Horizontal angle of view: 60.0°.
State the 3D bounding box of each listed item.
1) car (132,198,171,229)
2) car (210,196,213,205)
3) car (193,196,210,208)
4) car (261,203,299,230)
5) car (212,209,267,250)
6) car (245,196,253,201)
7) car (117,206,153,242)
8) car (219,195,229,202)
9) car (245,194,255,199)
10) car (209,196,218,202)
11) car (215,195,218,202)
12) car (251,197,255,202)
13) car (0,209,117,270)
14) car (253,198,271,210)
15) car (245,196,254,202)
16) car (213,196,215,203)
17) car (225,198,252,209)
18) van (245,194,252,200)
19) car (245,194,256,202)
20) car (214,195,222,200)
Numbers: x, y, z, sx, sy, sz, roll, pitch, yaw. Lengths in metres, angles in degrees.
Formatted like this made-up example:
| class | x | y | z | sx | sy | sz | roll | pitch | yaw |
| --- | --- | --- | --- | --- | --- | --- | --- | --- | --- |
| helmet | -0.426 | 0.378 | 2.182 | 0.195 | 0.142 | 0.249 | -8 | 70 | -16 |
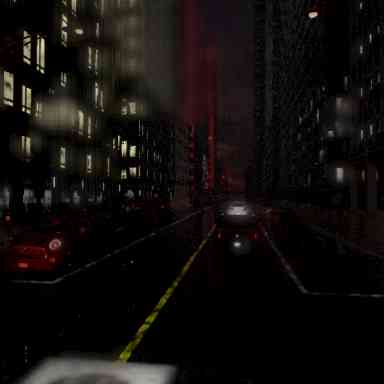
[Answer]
| class | x | y | z | sx | sy | sz | roll | pitch | yaw |
| --- | --- | --- | --- | --- | --- | --- | --- | --- | --- |
| car | -2.701 | 1.319 | 21.936 | 2.192 | 1.841 | 5.009 | 1 | 0 | 8 |
| car | 1.919 | 1.570 | 55.066 | 2.008 | 1.369 | 4.403 | 1 | 0 | 8 |
| car | 1.148 | 1.561 | 49.544 | 1.887 | 1.381 | 4.507 | 1 | 0 | 8 |
| car | 5.601 | 1.587 | 20.839 | 1.802 | 1.307 | 4.206 | 1 | 0 | 8 |
| car | 1.965 | 1.619 | 14.341 | 1.895 | 1.301 | 4.718 | 0 | 0 | 8 |
| car | 14.855 | 1.620 | 87.124 | 1.802 | 1.307 | 4.206 | 1 | 0 | 8 |
| car | -3.478 | 1.584 | 16.415 | 1.802 | 1.307 | 4.206 | 1 | 0 | 8 |
| car | 7.658 | 1.514 | 76.827 | 2.033 | 1.411 | 5.357 | 0 | 0 | 8 |
| car | 12.542 | 1.573 | 70.552 | 1.887 | 1.381 | 4.507 | 1 | 0 | 8 |
| car | 5.002 | 1.575 | 77.152 | 1.887 | 1.381 | 4.507 | 1 | 0 | 8 |
| car | 3.461 | 1.575 | 66.109 | 2.008 | 1.369 | 4.403 | 1 | 0 | 8 |
| car | 7.915 | 1.579 | 37.411 | 1.947 | 1.339 | 4.313 | 1 | 0 | 8 |
| car | -4.245 | 1.440 | 10.893 | 1.967 | 1.590 | 4.097 | 1 | 0 | 8 |
| car | 7.169 | 1.536 | 32.056 | 1.752 | 1.417 | 4.829 | 1 | 0 | 8 |
| car | 14.085 | 1.600 | 81.600 | 1.947 | 1.339 | 4.313 | 1 | 0 | 8 |
| car | 2.690 | 1.567 | 60.587 | 1.887 | 1.381 | 4.507 | 1 | 0 | 8 |
| car | 4.034 | 1.542 | 29.169 | 1.812 | 1.442 | 4.674 | 0 | 0 | 8 |
| van | 15.631 | 1.382 | 92.646 | 1.690 | 1.788 | 3.998 | 1 | 0 | 8 |
| car | 13.318 | 1.347 | 76.076 | 2.192 | 1.841 | 5.009 | 1 | 0 | 8 |
| car | 7.314 | 1.590 | 93.717 | 2.008 | 1.369 | 4.403 | 1 | 0 | 8 |
